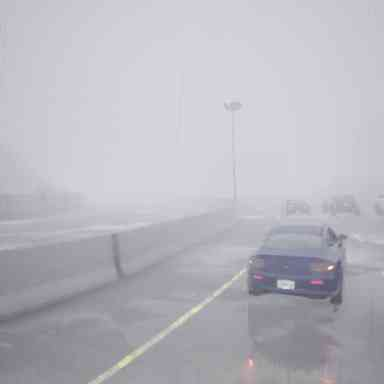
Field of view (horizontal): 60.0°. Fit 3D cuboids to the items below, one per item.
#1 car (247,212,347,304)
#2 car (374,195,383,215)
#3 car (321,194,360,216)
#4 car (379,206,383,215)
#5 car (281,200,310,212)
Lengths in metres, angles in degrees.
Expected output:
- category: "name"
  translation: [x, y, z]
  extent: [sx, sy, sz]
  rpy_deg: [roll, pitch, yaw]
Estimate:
- category: "car"
  translation: [2.633, 1.439, 7.970]
  extent: [1.812, 1.442, 4.674]
  rpy_deg: [-1, 0, 25]
- category: "car"
  translation: [15.094, 0.782, 23.987]
  extent: [2.150, 2.045, 5.566]
  rpy_deg: [-1, 0, 11]
- category: "car"
  translation: [12.113, 0.980, 27.401]
  extent: [2.097, 1.767, 4.553]
  rpy_deg: [-1, 0, 11]
- category: "car"
  translation: [7.470, 1.350, 10.541]
  extent: [1.994, 1.385, 4.181]
  rpy_deg: [-1, 0, 22]
- category: "car"
  translation: [8.932, 1.305, 29.055]
  extent: [1.895, 1.301, 4.718]
  rpy_deg: [-1, 0, 9]
